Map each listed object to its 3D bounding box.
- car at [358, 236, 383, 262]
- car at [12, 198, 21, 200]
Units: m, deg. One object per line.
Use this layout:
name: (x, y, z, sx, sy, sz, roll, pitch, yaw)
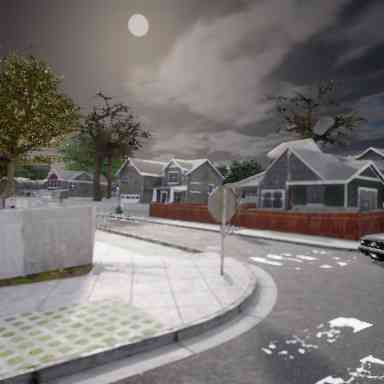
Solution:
car: (8.313, 1.805, 11.333, 4.718, 1.301, 1.895, -1, -2, -3)
car: (-23.391, 1.531, 43.828, 1.812, 1.442, 4.674, 4, -3, -42)
